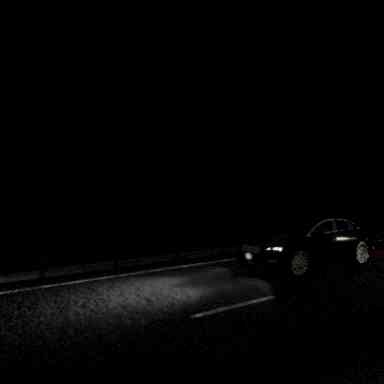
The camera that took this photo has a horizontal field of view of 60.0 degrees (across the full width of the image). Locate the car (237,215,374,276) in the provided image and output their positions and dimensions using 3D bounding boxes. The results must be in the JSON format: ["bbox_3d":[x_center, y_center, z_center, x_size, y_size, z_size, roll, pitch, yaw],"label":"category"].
[{"bbox_3d":[3.630,1.484,10.349,4.902,1.511,2.128,0,0,-32],"label":"car"}]
